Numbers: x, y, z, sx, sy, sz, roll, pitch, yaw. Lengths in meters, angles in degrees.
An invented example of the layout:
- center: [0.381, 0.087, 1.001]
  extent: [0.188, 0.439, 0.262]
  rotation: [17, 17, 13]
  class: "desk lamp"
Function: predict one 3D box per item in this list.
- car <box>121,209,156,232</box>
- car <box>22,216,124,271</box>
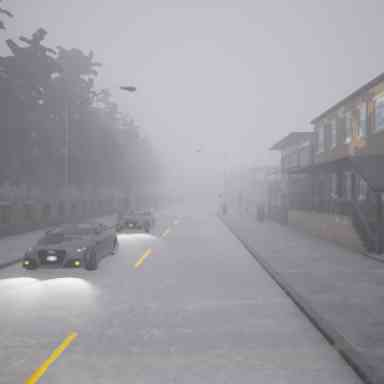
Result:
- center: [-3.567, 1.807, 21.705]
  extent: [1.994, 1.385, 4.181]
  rotation: [0, -1, 2]
  class: "car"
- center: [-3.869, 1.689, 11.261]
  extent: [1.994, 1.385, 4.181]
  rotation: [0, -1, 1]
  class: "car"
